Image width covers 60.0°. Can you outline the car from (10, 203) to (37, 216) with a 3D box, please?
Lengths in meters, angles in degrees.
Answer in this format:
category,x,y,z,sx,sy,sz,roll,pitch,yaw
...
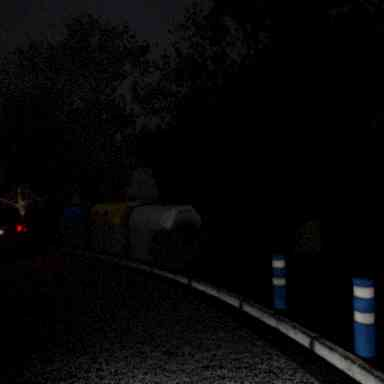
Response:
category,x,y,z,sx,sy,sz,roll,pitch,yaw
car,-24.648,2.495,48.655,1.946,1.575,5.366,-5,2,-44

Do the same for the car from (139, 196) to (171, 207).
category,x,y,z,sx,sy,sz,roll,pitch,yaw
car,-5.567,1.388,49.247,2.163,1.488,4.792,-4,1,-44

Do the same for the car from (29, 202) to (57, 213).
category,x,y,z,sx,sy,sz,roll,pitch,yaw
car,-22.774,2.345,50.738,2.097,1.535,5.008,-5,2,-44

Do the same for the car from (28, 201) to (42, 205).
category,x,y,z,sx,sy,sz,roll,pitch,yaw
car,-17.469,2.024,37.710,2.435,2.045,5.566,-5,2,-44

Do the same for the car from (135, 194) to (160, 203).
category,x,y,z,sx,sy,sz,roll,pitch,yaw
car,-8.709,1.282,64.381,2.231,1.521,4.892,-4,1,-44

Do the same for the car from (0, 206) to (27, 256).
category,x,y,z,sx,sy,sz,roll,pitch,yaw
car,-8.972,1.710,14.549,2.150,2.045,5.566,0,-2,-41

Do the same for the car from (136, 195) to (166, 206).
category,x,y,z,sx,sy,sz,roll,pitch,yaw
car,-6.722,1.372,55.027,4.674,1.442,1.812,-4,1,-44

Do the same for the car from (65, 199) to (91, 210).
category,x,y,z,sx,sy,sz,roll,pitch,yaw
car,-18.770,2.065,54.655,2.163,1.488,4.792,-4,1,-44

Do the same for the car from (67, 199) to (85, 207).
category,x,y,z,sx,sy,sz,roll,pitch,yaw
car,-15.562,1.872,39.561,2.435,2.045,5.566,-5,2,-44

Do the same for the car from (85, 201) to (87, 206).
category,x,y,z,sx,sy,sz,roll,pitch,yaw
car,-13.443,1.999,41.569,2.002,1.452,4.674,-4,1,-44

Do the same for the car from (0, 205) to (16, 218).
category,x,y,z,sx,sy,sz,roll,pitch,yaw
car,-26.763,2.691,46.819,2.163,1.488,4.792,-5,2,-44

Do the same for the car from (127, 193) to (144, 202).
category,x,y,z,sx,sy,sz,roll,pitch,yaw
car,-9.574,1.408,45.370,2.435,2.045,5.566,-4,1,-44

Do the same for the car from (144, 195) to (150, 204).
category,x,y,z,sx,sy,sz,roll,pitch,yaw
car,-7.523,1.536,47.269,2.163,1.488,4.792,-4,1,-44

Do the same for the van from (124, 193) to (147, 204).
category,x,y,z,sx,sy,sz,roll,pitch,yaw
van,-10.647,1.203,62.341,1.878,1.987,4.442,-4,1,-44
